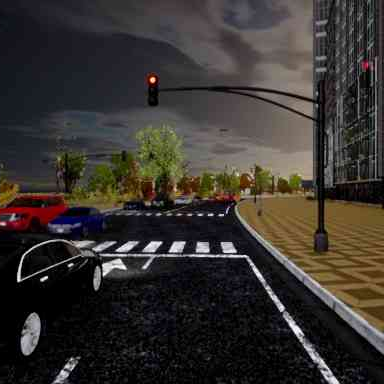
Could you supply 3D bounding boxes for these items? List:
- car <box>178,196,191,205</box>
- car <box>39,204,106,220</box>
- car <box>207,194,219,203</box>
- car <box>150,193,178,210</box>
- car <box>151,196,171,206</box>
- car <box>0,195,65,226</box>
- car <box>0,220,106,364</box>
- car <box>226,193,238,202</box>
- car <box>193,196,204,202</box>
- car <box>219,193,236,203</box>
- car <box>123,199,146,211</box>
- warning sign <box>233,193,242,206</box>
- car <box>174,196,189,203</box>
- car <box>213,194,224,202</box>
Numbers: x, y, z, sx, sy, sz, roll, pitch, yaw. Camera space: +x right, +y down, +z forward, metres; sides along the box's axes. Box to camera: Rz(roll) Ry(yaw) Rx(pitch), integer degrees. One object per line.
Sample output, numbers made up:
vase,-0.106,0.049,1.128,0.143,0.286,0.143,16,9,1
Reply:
car,-1.537,1.605,57.384,1.895,1.301,4.718,0,0,10
car,-5.975,1.524,17.773,1.812,1.442,4.674,0,0,3
car,4.491,1.573,71.177,1.994,1.385,4.181,0,0,12
car,-3.700,1.219,42.612,2.150,2.045,5.566,0,0,7
car,-5.124,1.493,55.595,2.128,1.511,4.902,0,0,9
car,-9.157,1.219,19.173,2.150,2.045,5.566,0,0,3
car,-3.014,1.504,5.845,1.837,1.490,4.892,0,0,1
car,9.760,1.246,80.347,2.150,2.045,5.566,0,0,14
car,1.394,1.526,72.702,1.812,1.442,4.674,0,0,11
car,7.608,1.239,70.055,2.150,2.045,5.566,0,0,12
car,-7.103,1.561,41.502,1.994,1.385,4.181,0,0,7
warning sign,6.538,1.122,48.170,1.300,1.860,1.060,0,0,8
car,-2.288,1.532,70.963,2.128,1.511,4.902,0,0,11
car,6.454,1.373,80.486,2.097,1.767,4.553,0,0,14
